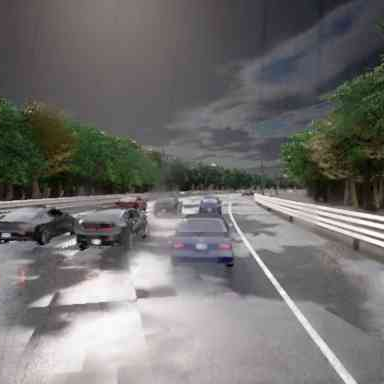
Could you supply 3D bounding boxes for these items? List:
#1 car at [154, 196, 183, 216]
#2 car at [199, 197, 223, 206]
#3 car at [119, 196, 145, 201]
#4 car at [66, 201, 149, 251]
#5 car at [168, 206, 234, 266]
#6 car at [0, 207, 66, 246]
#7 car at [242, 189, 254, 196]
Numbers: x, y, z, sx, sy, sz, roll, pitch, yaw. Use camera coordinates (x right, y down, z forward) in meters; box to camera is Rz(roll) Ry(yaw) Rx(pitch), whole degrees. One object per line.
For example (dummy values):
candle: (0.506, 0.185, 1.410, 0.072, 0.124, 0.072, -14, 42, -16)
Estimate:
car: (-1.946, 1.145, 28.054, 1.837, 1.490, 4.892, 0, 1, 6)
car: (1.610, 1.157, 28.448, 1.812, 1.442, 4.674, 0, 1, 6)
car: (-5.316, 1.099, 29.563, 1.882, 1.535, 5.008, 0, 1, 6)
car: (-2.979, 1.331, 13.291, 1.837, 1.490, 4.892, 0, 1, 4)
car: (0.379, 1.402, 10.950, 2.033, 1.411, 5.357, 0, 1, 3)
car: (-6.433, 1.340, 14.131, 1.812, 1.442, 4.674, 0, 1, 4)
car: (13.548, 0.439, 82.850, 1.895, 1.301, 4.718, 0, 1, 15)
